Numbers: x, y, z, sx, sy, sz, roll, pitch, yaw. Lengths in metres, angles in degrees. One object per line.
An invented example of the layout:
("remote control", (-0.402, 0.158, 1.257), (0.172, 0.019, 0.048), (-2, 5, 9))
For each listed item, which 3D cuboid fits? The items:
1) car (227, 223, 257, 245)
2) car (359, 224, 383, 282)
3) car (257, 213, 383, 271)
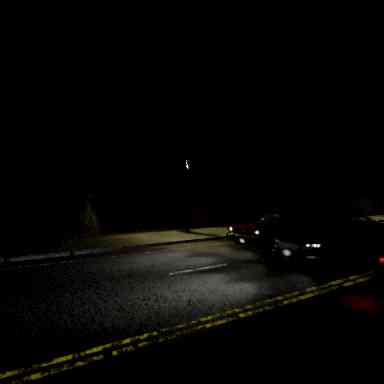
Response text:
("car", (3.772, 1.603, 14.360), (4.718, 1.301, 1.895), (0, 0, -35))
("car", (6.574, 1.550, 8.179), (5.357, 1.411, 2.033), (0, 0, -35))
("car", (4.740, 1.494, 11.059), (4.902, 1.511, 2.128), (0, 0, -36))
